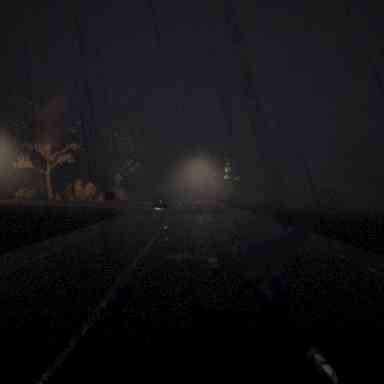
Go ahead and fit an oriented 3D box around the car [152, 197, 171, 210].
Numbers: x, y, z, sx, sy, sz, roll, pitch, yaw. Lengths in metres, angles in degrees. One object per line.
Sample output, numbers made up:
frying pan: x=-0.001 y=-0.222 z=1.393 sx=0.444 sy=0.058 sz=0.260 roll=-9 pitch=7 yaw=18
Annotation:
car: x=-3.744 y=1.316 z=40.280 sx=1.812 sy=1.442 sz=4.674 roll=1 pitch=0 yaw=0
